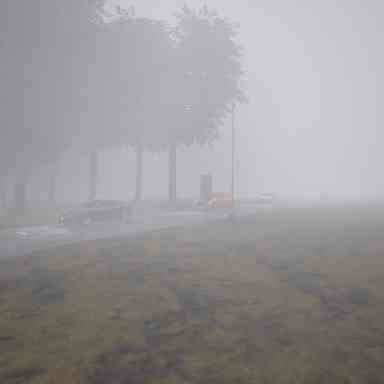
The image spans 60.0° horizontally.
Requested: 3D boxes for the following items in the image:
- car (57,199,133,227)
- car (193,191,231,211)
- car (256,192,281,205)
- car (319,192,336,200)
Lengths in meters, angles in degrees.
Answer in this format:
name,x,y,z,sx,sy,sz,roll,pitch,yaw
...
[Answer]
name,x,y,z,sx,sy,sz,roll,pitch,yaw
car,-5.812,1.195,20.467,1.837,1.490,4.892,1,2,35
car,2.065,0.805,31.515,2.097,1.767,4.553,1,2,35
car,9.754,0.779,42.269,1.812,1.442,4.674,1,1,36
car,22.577,0.671,55.255,1.895,1.301,4.718,1,1,35
